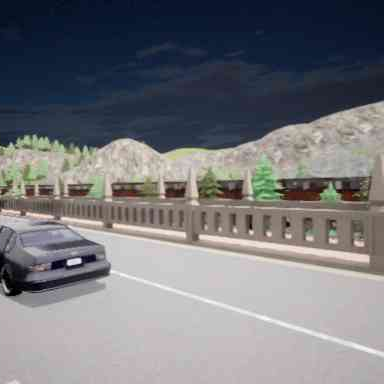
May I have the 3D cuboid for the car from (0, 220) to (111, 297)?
[{"bbox_3d":[-4.151,1.435,8.399,5.357,1.411,2.033,0,2,44],"label":"car"}]
